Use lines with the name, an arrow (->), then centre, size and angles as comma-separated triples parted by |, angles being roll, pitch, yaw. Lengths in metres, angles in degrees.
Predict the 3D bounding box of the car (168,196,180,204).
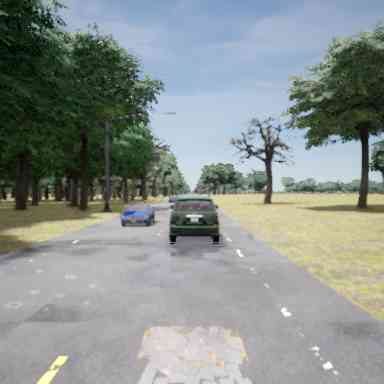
car -> -3.499, 1.498, 63.921 | 1.994, 1.385, 4.181 | 0, 0, 1

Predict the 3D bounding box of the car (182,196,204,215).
car -> 0.112, 1.330, 33.725 | 2.097, 1.767, 4.553 | 0, 0, 0

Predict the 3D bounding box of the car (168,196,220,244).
car -> 0.118, 1.214, 15.970 | 2.150, 2.045, 5.566 | 0, 0, 0

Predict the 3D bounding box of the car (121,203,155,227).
car -> -3.579, 1.514, 22.735 | 1.812, 1.442, 4.674 | 0, 0, 0
